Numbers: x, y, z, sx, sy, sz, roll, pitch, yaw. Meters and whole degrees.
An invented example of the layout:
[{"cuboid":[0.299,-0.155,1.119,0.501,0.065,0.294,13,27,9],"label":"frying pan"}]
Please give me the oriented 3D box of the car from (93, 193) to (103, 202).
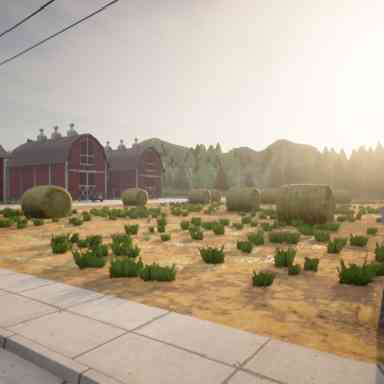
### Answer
[{"cuboid":[-19.651,1.117,69.803,1.905,1.878,3.866,6,1,-10],"label":"car"}]
